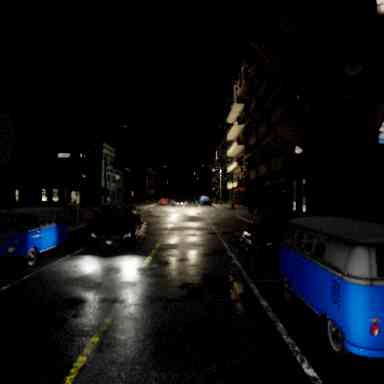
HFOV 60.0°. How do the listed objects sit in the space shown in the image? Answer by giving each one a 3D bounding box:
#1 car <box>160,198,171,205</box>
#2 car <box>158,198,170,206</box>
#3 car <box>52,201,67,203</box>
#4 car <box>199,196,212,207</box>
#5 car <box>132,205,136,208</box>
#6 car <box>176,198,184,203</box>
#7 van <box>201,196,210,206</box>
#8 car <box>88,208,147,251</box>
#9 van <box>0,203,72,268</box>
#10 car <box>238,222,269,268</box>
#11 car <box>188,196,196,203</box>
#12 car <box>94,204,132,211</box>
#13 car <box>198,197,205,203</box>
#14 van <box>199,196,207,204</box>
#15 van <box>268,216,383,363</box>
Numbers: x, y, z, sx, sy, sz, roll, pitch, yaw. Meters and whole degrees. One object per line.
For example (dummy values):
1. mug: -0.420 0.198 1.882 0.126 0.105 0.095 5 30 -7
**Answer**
1. car: -5.747 2.039 71.972 1.887 1.381 4.507 1 0 0
2. car: -5.743 2.042 66.391 1.802 1.307 4.206 1 0 0
3. car: -19.764 2.049 48.627 4.403 1.369 2.008 0 -1 1
4. car: 2.644 1.976 60.855 2.008 1.369 4.403 1 0 0
5. car: -5.673 1.754 28.328 1.887 1.381 4.507 1 0 0
6. car: -3.082 2.126 85.147 1.994 1.385 4.181 0 0 0
7. van: 2.641 1.801 66.436 1.690 1.788 3.998 1 0 0
8. car: -3.108 1.637 14.761 1.812 1.442 4.674 0 0 0
9. van: -5.654 1.428 11.392 1.690 1.788 3.998 1 0 0
10. car: 2.690 1.653 11.432 1.947 1.339 4.313 1 0 0
11. car: -0.086 2.069 89.921 1.882 1.535 5.008 0 0 0
12. car: -5.666 1.609 22.683 1.967 1.590 4.097 1 0 0
13. car: 2.617 2.120 88.927 1.752 1.417 4.829 1 0 0
14. van: 2.631 1.869 77.598 1.690 1.788 3.998 1 0 0
15. van: 2.699 1.386 5.788 1.690 1.788 3.998 1 0 0
